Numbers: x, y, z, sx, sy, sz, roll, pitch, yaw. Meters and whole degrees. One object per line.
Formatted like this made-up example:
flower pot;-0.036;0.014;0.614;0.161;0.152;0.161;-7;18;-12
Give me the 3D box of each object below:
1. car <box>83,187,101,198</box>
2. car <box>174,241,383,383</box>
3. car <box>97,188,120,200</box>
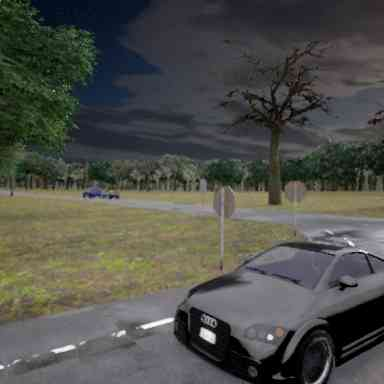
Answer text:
car;-17.981;0.131;60.344;2.150;2.045;5.566;1;-1;-36
car;1.808;1.526;5.166;4.181;1.385;1.994;-1;0;-36
car;-13.262;0.446;53.877;1.837;1.490;4.892;1;0;-35
